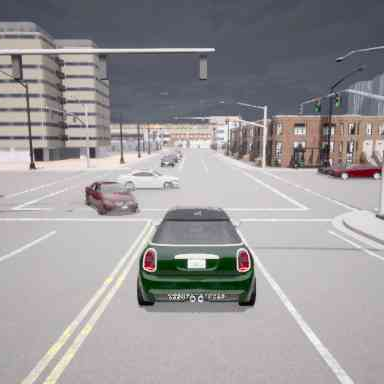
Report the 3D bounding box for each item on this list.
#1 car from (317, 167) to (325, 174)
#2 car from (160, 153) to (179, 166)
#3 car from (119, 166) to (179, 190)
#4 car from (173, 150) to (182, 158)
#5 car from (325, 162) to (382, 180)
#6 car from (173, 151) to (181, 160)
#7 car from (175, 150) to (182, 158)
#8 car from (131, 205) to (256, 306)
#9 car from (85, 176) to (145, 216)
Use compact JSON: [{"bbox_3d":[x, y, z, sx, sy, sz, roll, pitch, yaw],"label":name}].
[{"bbox_3d":[16.393,-2.511,35.761,5.357,1.411,2.033,0,8,0],"label":"car"},{"bbox_3d":[-3.514,-4.516,48.859,2.128,1.511,4.902,0,8,1],"label":"car"},{"bbox_3d":[-3.293,-0.961,25.271,4.674,1.442,1.812,0,8,0],"label":"car"},{"bbox_3d":[-3.344,-8.935,77.540,2.097,1.767,4.553,0,8,0],"label":"car"},{"bbox_3d":[16.046,-2.062,32.283,5.008,1.535,1.882,0,8,0],"label":"car"},{"bbox_3d":[-3.463,-5.924,58.196,1.882,1.535,5.008,0,9,0],"label":"car"},{"bbox_3d":[-3.375,-7.262,67.491,1.812,1.442,4.674,0,8,1],"label":"car"},{"bbox_3d":[0.091,1.075,7.660,2.097,1.767,4.553,0,4,0],"label":"car"},{"bbox_3d":[-4.365,0.175,17.673,1.812,1.442,4.674,-4,9,-31],"label":"car"}]
